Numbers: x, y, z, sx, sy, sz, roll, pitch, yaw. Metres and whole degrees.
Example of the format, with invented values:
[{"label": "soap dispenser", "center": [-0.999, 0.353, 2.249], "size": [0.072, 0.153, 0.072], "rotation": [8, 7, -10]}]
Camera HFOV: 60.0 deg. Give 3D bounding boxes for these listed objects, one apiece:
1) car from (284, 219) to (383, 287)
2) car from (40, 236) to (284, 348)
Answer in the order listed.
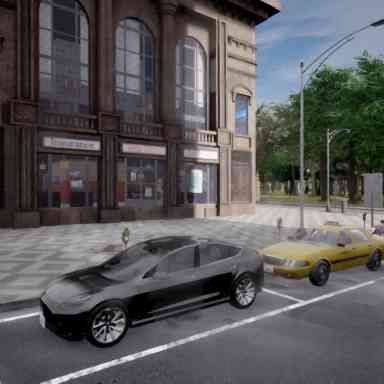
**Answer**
[{"label": "car", "center": [3.793, 1.526, 9.363], "size": [4.829, 1.417, 1.752], "rotation": [0, 0, -36]}, {"label": "car", "center": [-0.494, 1.566, 6.301], "size": [4.313, 1.339, 1.947], "rotation": [0, 0, -36]}]
